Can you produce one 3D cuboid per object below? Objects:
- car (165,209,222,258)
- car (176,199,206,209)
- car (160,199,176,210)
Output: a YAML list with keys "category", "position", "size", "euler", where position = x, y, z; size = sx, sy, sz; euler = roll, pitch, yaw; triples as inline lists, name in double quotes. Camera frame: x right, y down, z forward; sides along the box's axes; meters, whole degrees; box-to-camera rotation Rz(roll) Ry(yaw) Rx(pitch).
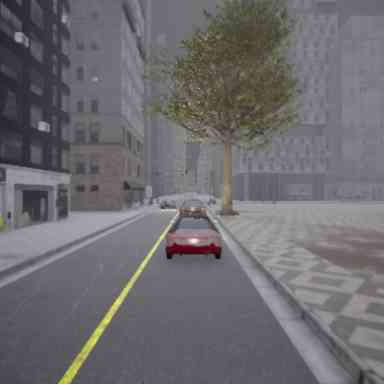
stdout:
- category: "car"
  position: [0.068, 1.567, 12.834]
  size: [1.994, 1.385, 4.181]
  euler: [0, 0, 0]
- category: "car"
  position: [0.060, 1.359, 27.383]
  size: [2.097, 1.767, 4.553]
  euler: [0, 0, 0]
- category: "car"
  position: [-3.085, 1.582, 43.957]
  size: [1.994, 1.385, 4.181]
  euler: [0, 0, 0]
